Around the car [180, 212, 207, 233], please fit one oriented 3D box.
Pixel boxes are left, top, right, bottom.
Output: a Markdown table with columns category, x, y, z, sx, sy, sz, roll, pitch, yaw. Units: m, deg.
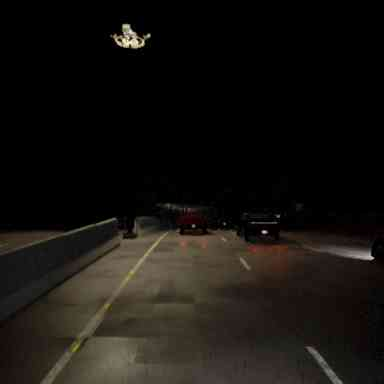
| category | x | y | z | sx | sy | sz | roll | pitch | yaw |
| --- | --- | --- | --- | --- | --- | --- | --- | --- | --- |
| car | 0.097 | 2.201 | 24.103 | 1.812 | 1.442 | 4.674 | 0 | -4 | 0 |

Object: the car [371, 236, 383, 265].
| category | x | y | z | sx | sy | sz | roll | pitch | yaw |
| --- | --- | --- | --- | --- | --- | --- | --- | --- | --- |
| car | 7.098 | 1.674 | 9.659 | 1.994 | 1.385 | 4.181 | 0 | -1 | 0 |

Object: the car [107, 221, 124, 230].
| category | x | y | z | sx | sy | sz | roll | pitch | yaw |
| --- | --- | --- | --- | --- | --- | --- | --- | --- | --- |
| car | -14.029 | 6.173 | 61.422 | 1.882 | 1.535 | 5.008 | 0 | -7 | 1 |

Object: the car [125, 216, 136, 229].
| category | x | y | z | sx | sy | sz | roll | pitch | yaw |
| --- | --- | --- | --- | --- | --- | --- | --- | --- | --- |
| car | -7.086 | 4.082 | 44.543 | 2.097 | 1.767 | 4.553 | 0 | -7 | 0 |

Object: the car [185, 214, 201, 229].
| category | x | y | z | sx | sy | sz | roll | pitch | yaw |
| --- | --- | --- | --- | --- | --- | --- | --- | --- | --- |
| car | 0.092 | 4.312 | 47.622 | 2.150 | 2.045 | 5.566 | 0 | -6 | 0 |

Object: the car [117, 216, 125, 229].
| category | x | y | z | sx | sy | sz | roll | pitch | yaw |
| --- | --- | --- | --- | --- | --- | --- | --- | --- | --- |
| car | -10.571 | 4.700 | 51.002 | 2.150 | 2.045 | 5.566 | 0 | -6 | 0 |

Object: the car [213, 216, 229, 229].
| category | x | y | z | sx | sy | sz | roll | pitch | yaw |
| --- | --- | --- | --- | --- | --- | --- | --- | --- | --- |
| car | 3.593 | 3.613 | 39.063 | 1.812 | 1.442 | 4.674 | 0 | -7 | 0 |

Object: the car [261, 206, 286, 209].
| category | x | y | z | sx | sy | sz | roll | pitch | yaw |
| --- | --- | --- | --- | --- | --- | --- | --- | --- | --- |
| car | 7.095 | 2.355 | 30.069 | 2.150 | 2.045 | 5.566 | 0 | -5 | 0 |

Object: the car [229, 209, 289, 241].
| category | x | y | z | sx | sy | sz | roll | pitch | yaw |
| --- | --- | --- | --- | --- | --- | --- | --- | --- | --- |
| car | 3.597 | 1.869 | 18.883 | 2.128 | 1.511 | 4.902 | 0 | -3 | 0 |
